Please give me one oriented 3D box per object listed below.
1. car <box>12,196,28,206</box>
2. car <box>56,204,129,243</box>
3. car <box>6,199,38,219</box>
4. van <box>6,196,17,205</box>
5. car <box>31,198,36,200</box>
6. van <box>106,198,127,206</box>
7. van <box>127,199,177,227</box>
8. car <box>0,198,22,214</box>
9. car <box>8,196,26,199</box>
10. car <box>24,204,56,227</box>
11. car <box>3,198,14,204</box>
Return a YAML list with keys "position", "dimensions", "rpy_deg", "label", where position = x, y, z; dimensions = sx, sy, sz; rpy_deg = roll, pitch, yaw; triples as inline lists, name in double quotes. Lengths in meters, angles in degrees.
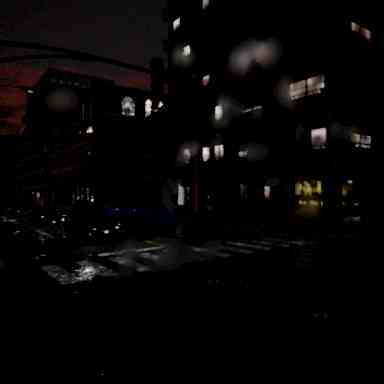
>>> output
- position: [-35.209, 1.838, 67.996]
  dimensions: [2.192, 1.841, 5.009]
  rpy_deg: [-2, 1, -36]
  label: "car"
- position: [-5.213, 1.568, 16.909]
  dimensions: [1.837, 1.490, 4.892]
  rpy_deg: [-1, 0, -35]
  label: "car"
- position: [-16.619, 1.758, 32.611]
  dimensions: [1.812, 1.442, 4.674]
  rpy_deg: [-1, 0, -36]
  label: "car"
- position: [-41.719, 1.968, 76.959]
  dimensions: [1.690, 1.788, 3.998]
  rpy_deg: [-2, 1, -36]
  label: "van"
- position: [-28.695, 1.862, 59.037]
  dimensions: [1.967, 1.590, 4.097]
  rpy_deg: [-2, 1, -36]
  label: "car"
- position: [-5.910, 1.418, 27.670]
  dimensions: [1.690, 1.788, 3.998]
  rpy_deg: [-2, 1, -36]
  label: "van"
- position: [-2.654, 1.370, 23.188]
  dimensions: [1.690, 1.788, 3.998]
  rpy_deg: [-2, 1, -36]
  label: "van"
- position: [-22.506, 1.811, 40.770]
  dimensions: [2.128, 1.511, 4.902]
  rpy_deg: [-1, 0, -36]
  label: "car"
- position: [-30.394, 1.923, 56.992]
  dimensions: [1.882, 1.535, 5.008]
  rpy_deg: [-1, 0, -36]
  label: "car"
- position: [-10.650, 1.744, 24.376]
  dimensions: [1.895, 1.301, 4.718]
  rpy_deg: [-1, 0, -36]
  label: "car"
- position: [-44.968, 2.223, 81.441]
  dimensions: [1.887, 1.381, 4.507]
  rpy_deg: [-2, 1, -36]
  label: "car"
